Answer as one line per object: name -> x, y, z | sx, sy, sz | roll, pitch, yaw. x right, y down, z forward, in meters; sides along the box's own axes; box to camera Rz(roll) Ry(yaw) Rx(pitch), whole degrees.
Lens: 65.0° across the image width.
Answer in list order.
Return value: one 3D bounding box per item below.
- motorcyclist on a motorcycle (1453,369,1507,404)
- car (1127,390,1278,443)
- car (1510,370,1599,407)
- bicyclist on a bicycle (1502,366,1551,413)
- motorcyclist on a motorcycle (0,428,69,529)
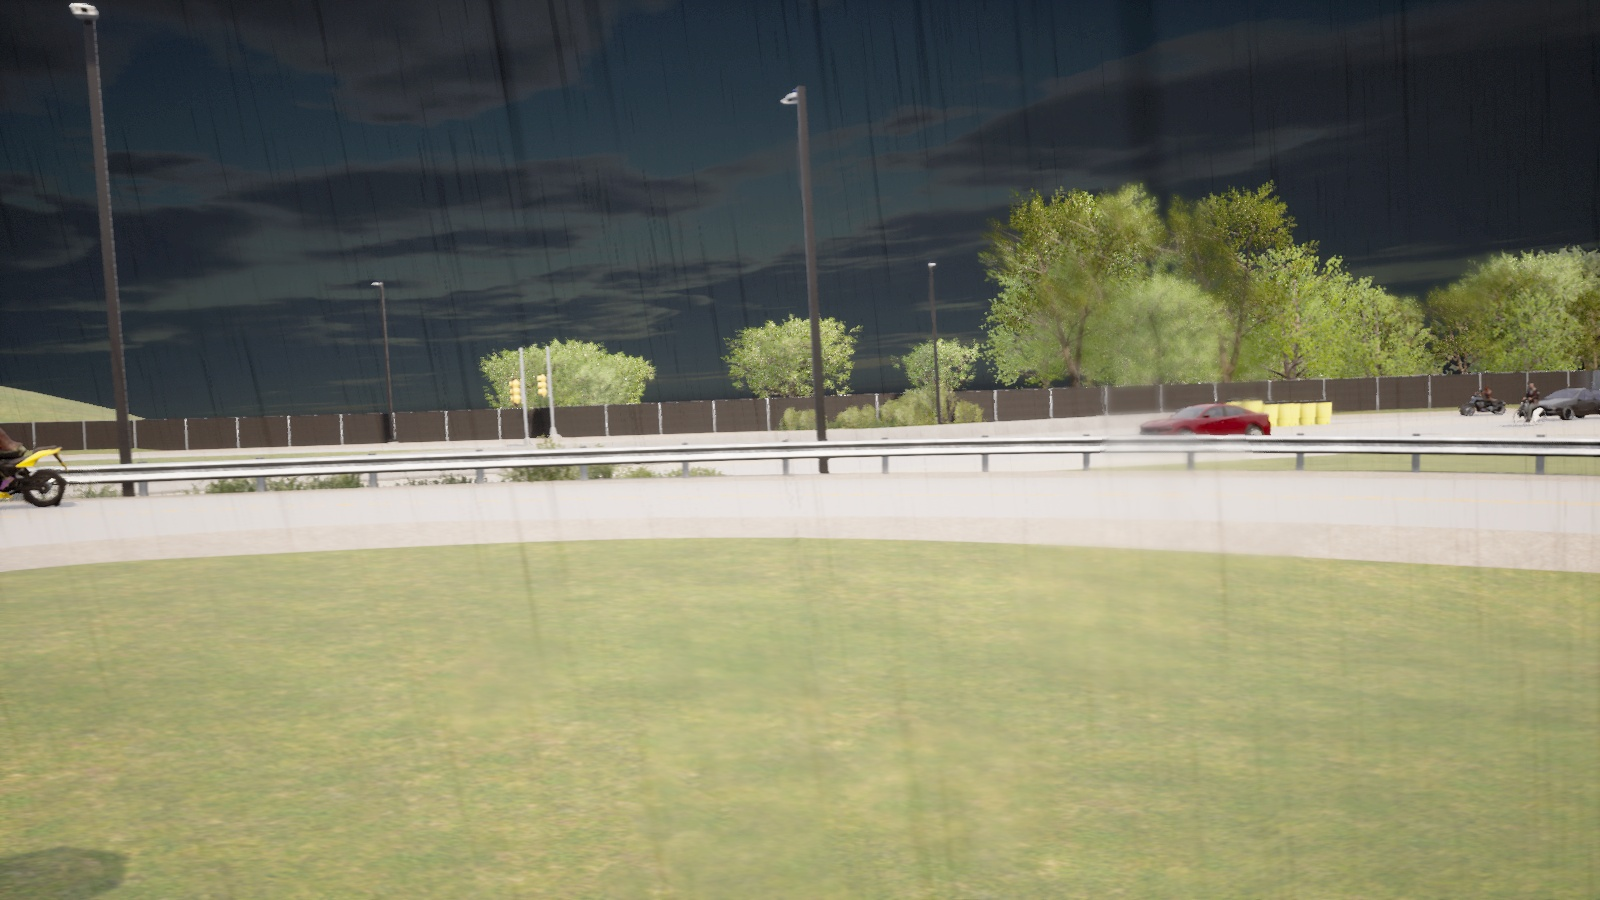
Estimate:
motorcyclist on a motorcycle -> 35.026, -3.282, 64.655 | 2.350, 1.649, 0.766 | -3, 2, -3
car -> 14.348, -1.196, 44.750 | 5.008, 1.535, 1.882 | -4, 2, -22
car -> 35.009, -2.827, 56.839 | 5.357, 1.411, 2.033 | -4, 2, -22
bicyclist on a bicycle -> 29.396, -2.442, 50.805 | 1.843, 1.776, 0.659 | -4, 2, -22
motorcyclist on a motorcycle -> -12.605, 0.454, 19.496 | 2.044, 1.523, 0.797 | -3, 2, -27
